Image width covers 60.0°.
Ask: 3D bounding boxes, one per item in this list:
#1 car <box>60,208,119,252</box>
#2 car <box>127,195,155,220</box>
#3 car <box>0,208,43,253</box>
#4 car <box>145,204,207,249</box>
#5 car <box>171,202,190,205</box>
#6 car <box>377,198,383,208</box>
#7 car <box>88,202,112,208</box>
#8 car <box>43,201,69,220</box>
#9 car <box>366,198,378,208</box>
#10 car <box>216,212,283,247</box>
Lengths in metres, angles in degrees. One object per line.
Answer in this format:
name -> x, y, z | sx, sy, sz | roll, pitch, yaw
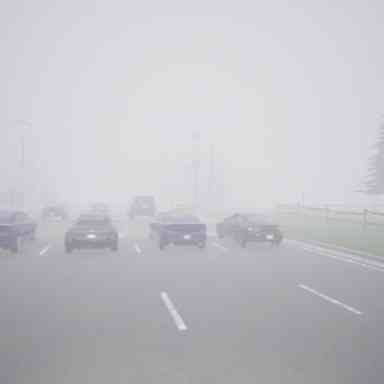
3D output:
car -> -4.125, 1.578, 13.974 | 1.994, 1.385, 4.181 | 1, 0, -14
car -> -4.439, 1.316, 29.134 | 2.150, 2.045, 5.566 | 1, 0, -14
car -> -7.562, 1.427, 13.306 | 1.882, 1.535, 5.008 | 1, 0, -14
car -> -0.786, 1.556, 15.058 | 1.882, 1.535, 5.008 | 1, 0, -14
car -> -1.152, 1.642, 30.468 | 1.882, 1.535, 5.008 | 1, 0, -14
car -> 41.502, 2.432, 68.633 | 4.553, 1.767, 2.097 | 1, 0, -14
car -> -7.830, 1.582, 28.228 | 2.033, 1.411, 5.357 | 1, 0, -15
car -> -11.317, 1.497, 27.718 | 1.812, 1.442, 4.674 | 1, 0, -15
car -> 40.594, 2.305, 72.014 | 5.566, 2.045, 2.150 | 1, 0, -14
car -> 2.620, 1.668, 15.859 | 1.812, 1.442, 4.674 | 1, 0, -14
